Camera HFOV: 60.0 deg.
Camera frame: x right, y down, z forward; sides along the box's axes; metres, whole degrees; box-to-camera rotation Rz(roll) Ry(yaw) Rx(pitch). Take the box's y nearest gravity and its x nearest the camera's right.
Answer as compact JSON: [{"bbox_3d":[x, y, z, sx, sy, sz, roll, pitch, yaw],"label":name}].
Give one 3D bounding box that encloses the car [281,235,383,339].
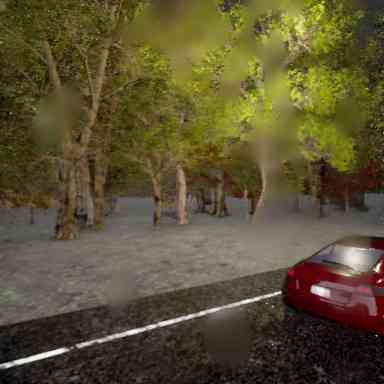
[{"bbox_3d":[3.700,1.563,6.510,4.181,1.385,1.994,0,0,-35],"label":"car"}]
